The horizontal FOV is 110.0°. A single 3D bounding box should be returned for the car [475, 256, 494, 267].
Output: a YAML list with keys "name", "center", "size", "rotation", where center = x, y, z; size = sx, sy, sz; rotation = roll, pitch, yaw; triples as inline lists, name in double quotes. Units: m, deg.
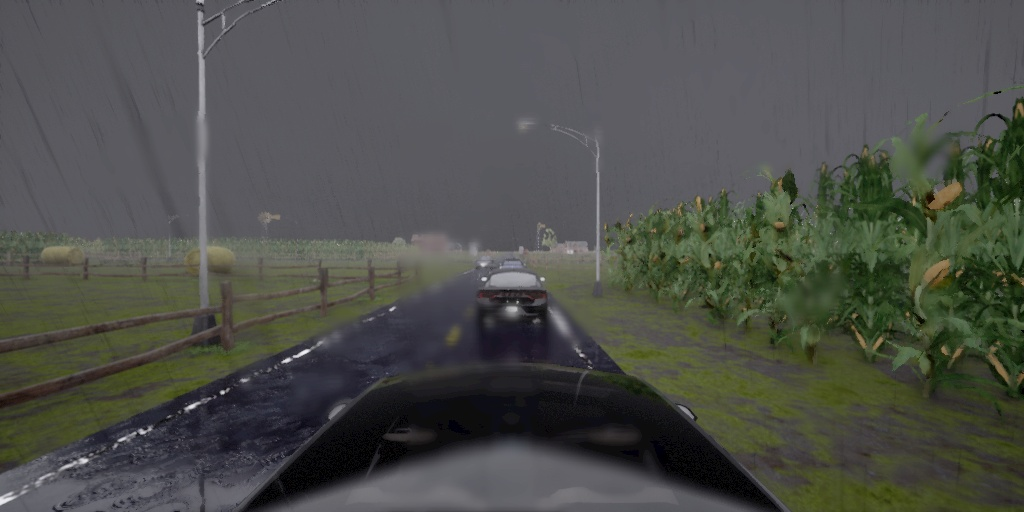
- name: "car"
  center: [-2.872, 0.704, 38.546]
  size: [2.128, 1.511, 4.902]
  rotation: [0, 1, 0]

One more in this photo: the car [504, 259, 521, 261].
- name: "car"
  center: [0.040, 0.923, 27.333]
  size: [2.033, 1.411, 5.357]
  rotation: [0, 1, 0]

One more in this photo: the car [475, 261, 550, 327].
- name: "car"
  center: [0.048, 1.092, 10.963]
  size: [1.882, 1.535, 5.008]
  rotation: [0, 1, 0]
